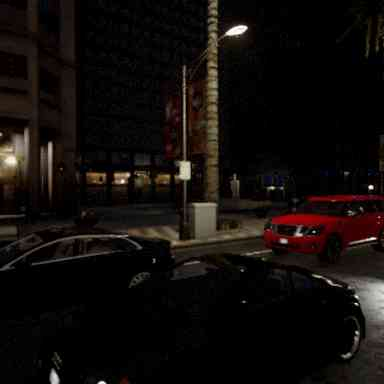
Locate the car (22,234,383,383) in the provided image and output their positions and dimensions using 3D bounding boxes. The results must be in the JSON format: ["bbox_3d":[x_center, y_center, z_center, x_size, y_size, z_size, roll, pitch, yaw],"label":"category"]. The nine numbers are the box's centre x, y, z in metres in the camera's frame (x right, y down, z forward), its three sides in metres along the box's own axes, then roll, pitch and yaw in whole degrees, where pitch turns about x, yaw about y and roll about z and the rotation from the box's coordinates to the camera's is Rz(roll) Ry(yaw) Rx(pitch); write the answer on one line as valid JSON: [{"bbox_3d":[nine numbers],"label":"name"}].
[{"bbox_3d":[0.350,1.547,4.238,4.181,1.385,1.994,0,0,-35],"label":"car"}]

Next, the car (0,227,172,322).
[{"bbox_3d":[-2.612,1.482,6.425,4.902,1.511,2.128,0,0,-36],"label":"car"}]

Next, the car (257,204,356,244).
[{"bbox_3d":[5.630,1.423,16.105,4.786,1.482,2.161,0,0,-36],"label":"car"}]

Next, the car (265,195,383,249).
[{"bbox_3d":[5.099,1.150,11.911,5.566,2.045,2.150,0,0,-35],"label":"car"}]

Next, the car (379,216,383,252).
[{"bbox_3d":[7.454,1.431,9.290,4.892,1.490,1.837,0,0,-35],"label":"car"}]
